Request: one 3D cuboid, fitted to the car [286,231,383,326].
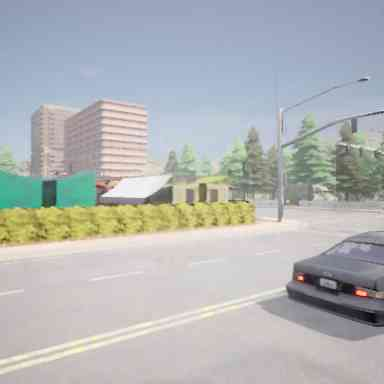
[{"bbox_3d":[4.272,1.535,6.851,5.357,1.411,2.033,0,0,-35],"label":"car"}]
